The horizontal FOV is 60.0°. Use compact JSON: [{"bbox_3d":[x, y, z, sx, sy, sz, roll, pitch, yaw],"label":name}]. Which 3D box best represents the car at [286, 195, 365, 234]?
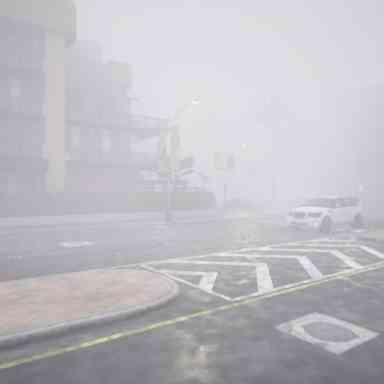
[{"bbox_3d":[7.952,1.217,19.554,5.566,2.045,2.150,0,0,-36],"label":"car"}]

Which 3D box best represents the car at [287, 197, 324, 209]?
[{"bbox_3d":[16.072,1.500,47.247,1.837,1.490,4.892,0,0,-35],"label":"car"}]

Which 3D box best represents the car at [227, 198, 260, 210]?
[{"bbox_3d":[6.464,1.488,42.249,2.128,1.511,4.902,0,0,-34],"label":"car"}]
